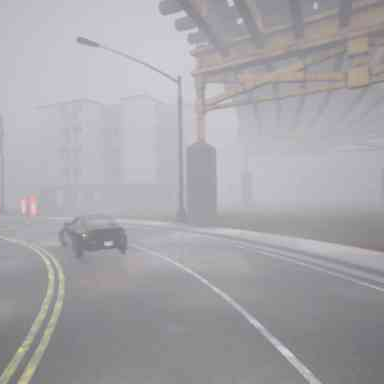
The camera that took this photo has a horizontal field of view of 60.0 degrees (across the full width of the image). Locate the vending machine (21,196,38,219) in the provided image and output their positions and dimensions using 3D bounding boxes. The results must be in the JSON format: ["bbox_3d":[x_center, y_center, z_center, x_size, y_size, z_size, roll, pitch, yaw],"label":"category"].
[{"bbox_3d":[-15.179,1.445,31.097,0.880,2.100,1.100,-1,0,26],"label":"vending machine"}]

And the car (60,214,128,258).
[{"bbox_3d":[-3.988,1.598,13.254,1.812,1.442,4.674,0,0,-30],"label":"car"}]
